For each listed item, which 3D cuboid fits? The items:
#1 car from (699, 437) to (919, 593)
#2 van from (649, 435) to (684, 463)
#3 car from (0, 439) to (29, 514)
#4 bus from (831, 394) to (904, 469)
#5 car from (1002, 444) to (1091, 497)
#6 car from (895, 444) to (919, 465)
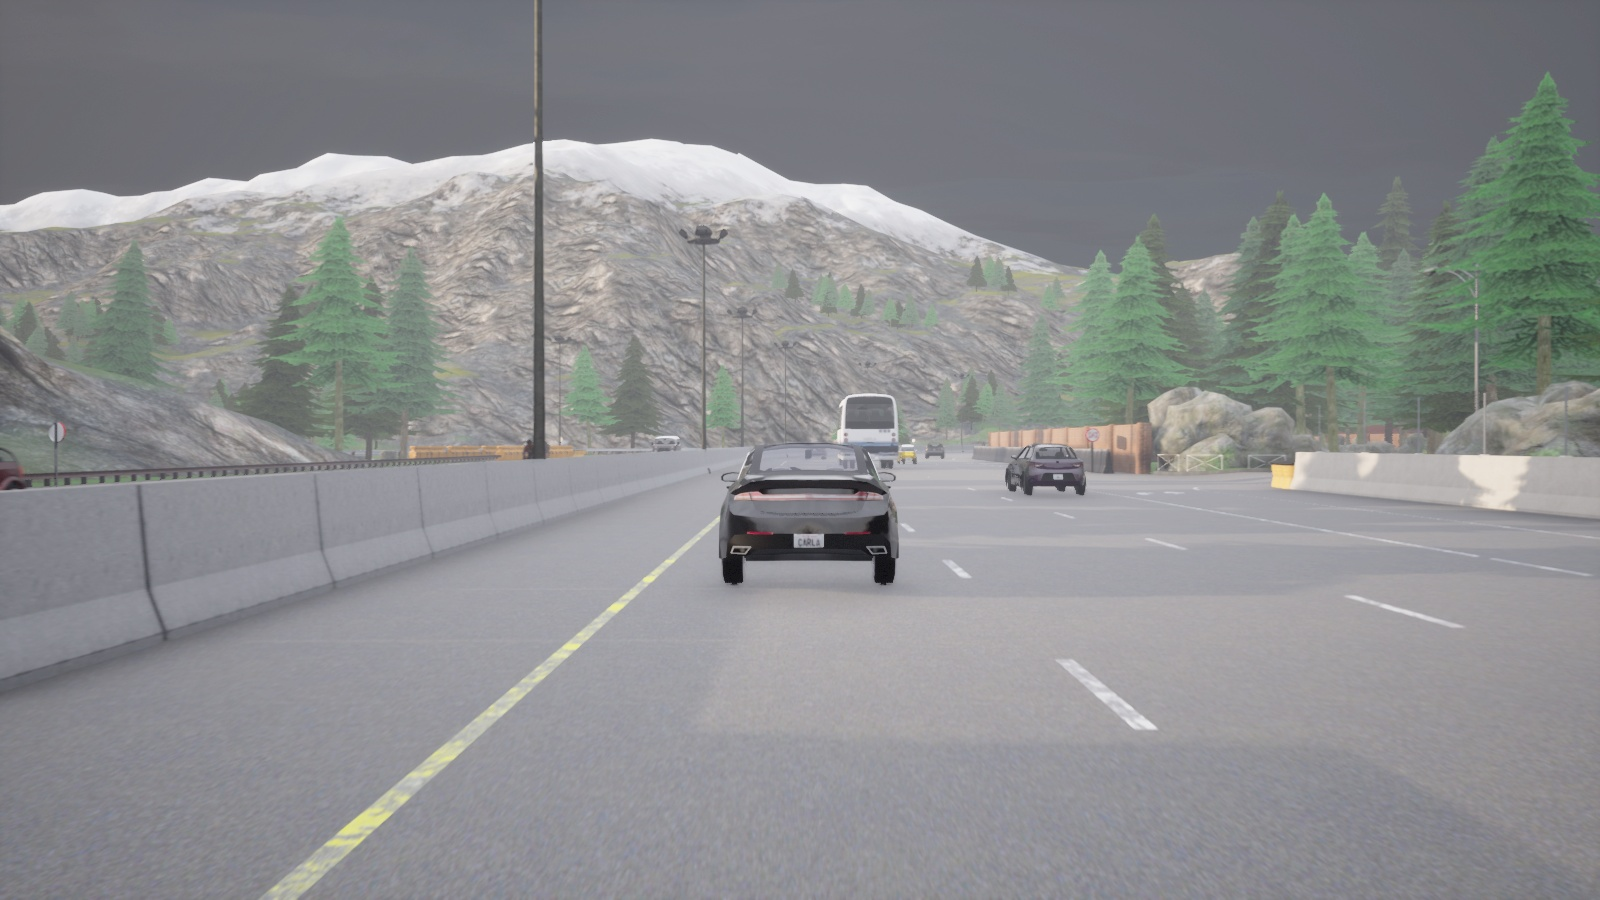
[{"bbox_3d":[0.099,0.620,14.636,2.128,1.511,4.902,0,0,0],"label":"car"},{"bbox_3d":[-9.947,-0.067,93.889,2.069,2.038,4.480,0,0,0],"label":"van"},{"bbox_3d":[-17.343,0.564,24.904,1.789,1.549,3.705,0,1,0],"label":"car"},{"bbox_3d":[3.949,-1.056,76.138,3.944,4.253,10.273,0,0,0],"label":"bus"},{"bbox_3d":[7.227,0.556,37.159,1.816,1.474,4.193,0,0,0],"label":"car"},{"bbox_3d":[7.516,0.310,88.087,1.481,1.376,2.207,0,1,0],"label":"car"}]
